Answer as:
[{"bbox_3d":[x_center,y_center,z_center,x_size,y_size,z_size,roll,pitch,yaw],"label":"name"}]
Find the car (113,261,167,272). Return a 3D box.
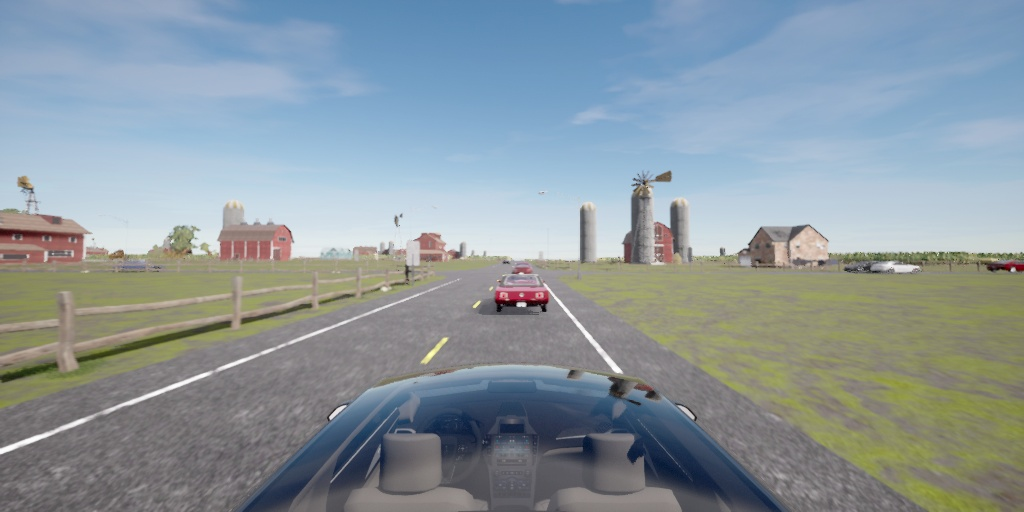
[{"bbox_3d":[-46.493,1.285,44.878,5.357,1.411,2.033,0,-1,2],"label":"car"}]

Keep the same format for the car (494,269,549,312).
[{"bbox_3d":[0.384,1.359,14.312,1.895,1.301,4.718,0,0,1],"label":"car"}]

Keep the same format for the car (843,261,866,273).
[{"bbox_3d":[45.263,1.416,45.800,4.892,1.490,1.837,0,-1,2],"label":"car"}]

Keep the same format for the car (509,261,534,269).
[{"bbox_3d":[1.005,1.307,32.275,1.812,1.442,4.674,0,0,4],"label":"car"}]

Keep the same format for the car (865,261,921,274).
[{"bbox_3d":[45.937,1.396,42.992,4.674,1.442,1.812,0,-1,2],"label":"car"}]
